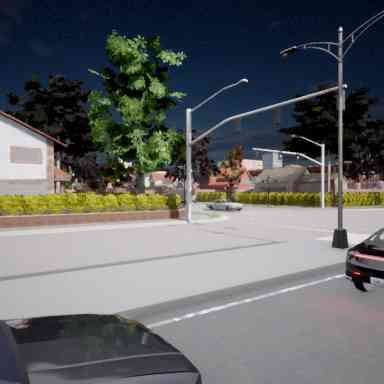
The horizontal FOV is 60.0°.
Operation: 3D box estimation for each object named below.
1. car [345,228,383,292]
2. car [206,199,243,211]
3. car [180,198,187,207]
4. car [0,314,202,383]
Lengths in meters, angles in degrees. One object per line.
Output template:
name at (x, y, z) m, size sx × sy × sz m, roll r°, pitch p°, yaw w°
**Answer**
car at (5.496, 1.474, 7.651) m, size 4.902 × 1.511 × 2.128 m, roll 0°, pitch 0°, yaw -35°
car at (3.754, 1.505, 38.422) m, size 1.895 × 1.301 × 4.718 m, roll 0°, pitch 0°, yaw -36°
car at (-2.129, 1.483, 46.593) m, size 1.895 × 1.301 × 4.718 m, roll 0°, pitch 0°, yaw -36°
car at (-2.446, 1.543, 2.001) m, size 5.357 × 1.411 × 2.033 m, roll 0°, pitch 0°, yaw -36°
